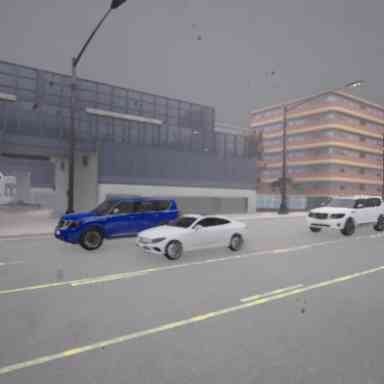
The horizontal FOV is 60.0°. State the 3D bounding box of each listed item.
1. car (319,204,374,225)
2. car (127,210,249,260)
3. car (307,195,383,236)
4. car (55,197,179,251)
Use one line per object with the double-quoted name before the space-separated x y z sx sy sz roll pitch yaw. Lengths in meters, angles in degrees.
"car" 11.682 1.612 25.099 4.181 1.385 1.994 1 0 -35
"car" 0.166 1.554 12.697 4.674 1.442 1.812 0 0 -35
"car" 8.911 1.223 18.871 5.566 2.045 2.150 0 0 -35
"car" -3.018 1.250 14.726 5.566 2.045 2.150 0 0 -35
